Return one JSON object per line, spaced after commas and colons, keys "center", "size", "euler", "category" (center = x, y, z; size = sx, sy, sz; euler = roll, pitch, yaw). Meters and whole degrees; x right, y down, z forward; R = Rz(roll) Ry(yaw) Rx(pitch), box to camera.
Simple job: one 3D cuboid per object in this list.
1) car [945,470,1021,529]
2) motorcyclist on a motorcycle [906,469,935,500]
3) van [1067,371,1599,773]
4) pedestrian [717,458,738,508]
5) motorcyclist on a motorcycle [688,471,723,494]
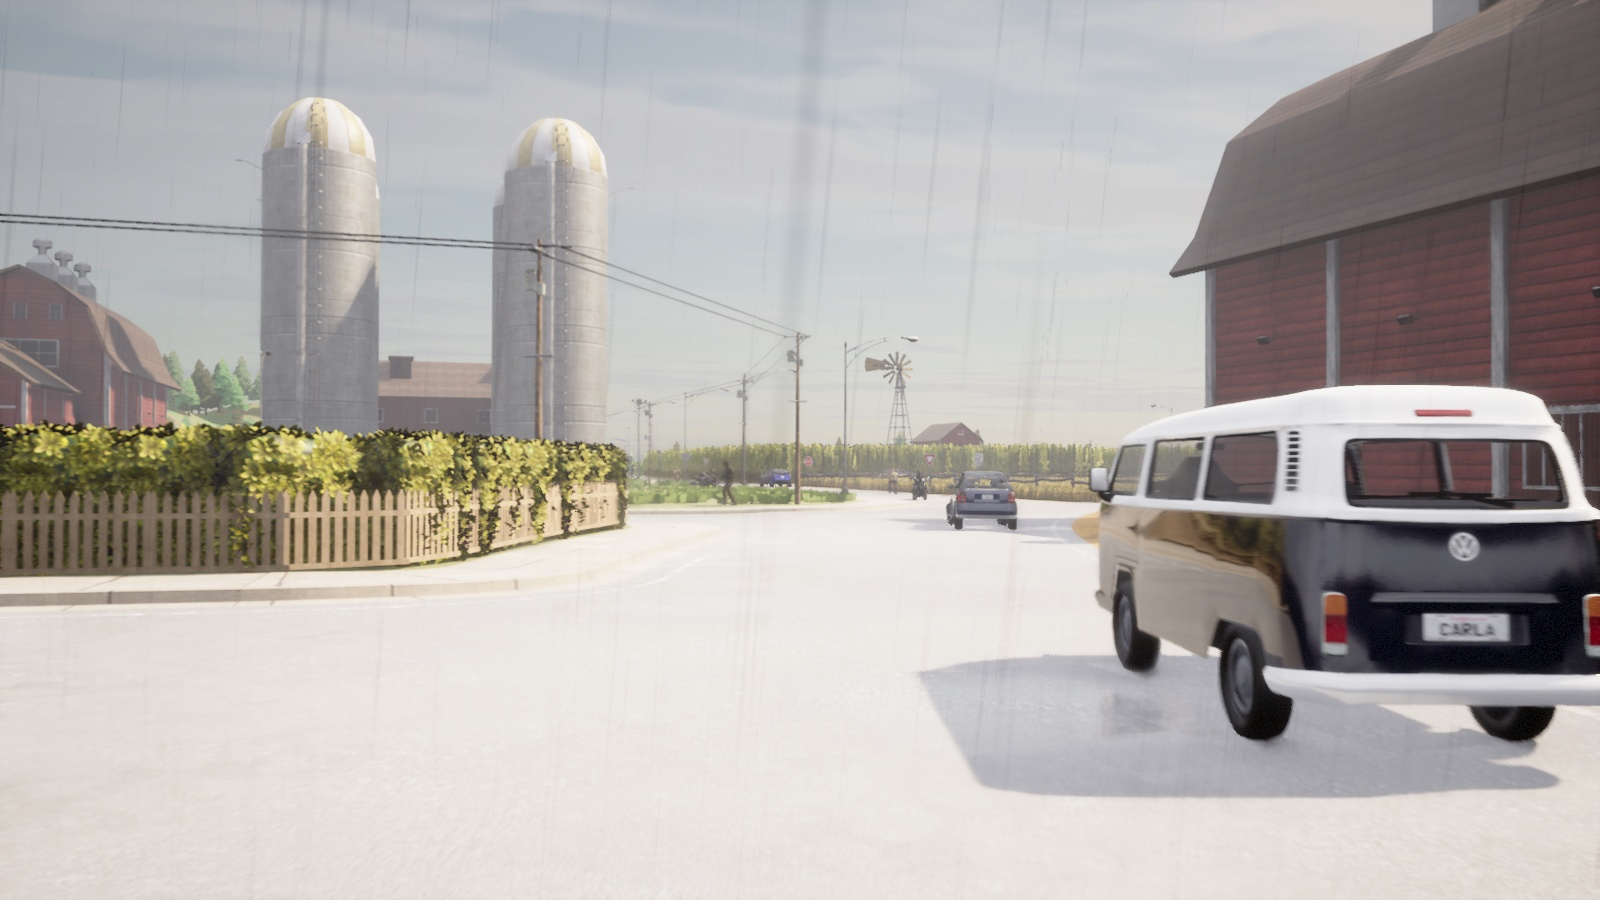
{"center": [5.046, 1.342, 35.017], "size": [1.789, 1.549, 3.705], "euler": [0, -1, 3], "category": "car"}
{"center": [6.309, 1.802, 65.872], "size": [0.866, 1.590, 1.817], "euler": [0, -1, -17], "category": "motorcyclist on a motorcycle"}
{"center": [3.373, 0.655, 8.623], "size": [2.069, 2.038, 4.480], "euler": [0, -1, -1], "category": "van"}
{"center": [-2.841, 1.299, 49.258], "size": [0.692, 1.930, 0.395], "euler": [0, -1, -24], "category": "pedestrian"}
{"center": [-6.303, 2.161, 83.836], "size": [2.191, 1.530, 0.866], "euler": [0, 0, -14], "category": "motorcyclist on a motorcycle"}
